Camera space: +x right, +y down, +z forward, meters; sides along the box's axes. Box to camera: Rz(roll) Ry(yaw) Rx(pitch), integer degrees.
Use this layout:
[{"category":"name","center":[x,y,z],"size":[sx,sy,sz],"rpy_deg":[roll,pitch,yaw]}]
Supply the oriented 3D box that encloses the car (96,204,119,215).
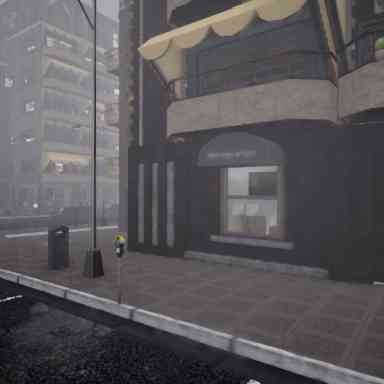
[{"category":"car","center":[-9.465,2.063,39.947],"size":[1.802,1.307,4.206],"rpy_deg":[-1,-1,35]}]

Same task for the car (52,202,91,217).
[{"category":"car","center":[-12.752,1.821,35.326],"size":[1.967,1.590,4.097],"rpy_deg":[-1,-1,35]}]
